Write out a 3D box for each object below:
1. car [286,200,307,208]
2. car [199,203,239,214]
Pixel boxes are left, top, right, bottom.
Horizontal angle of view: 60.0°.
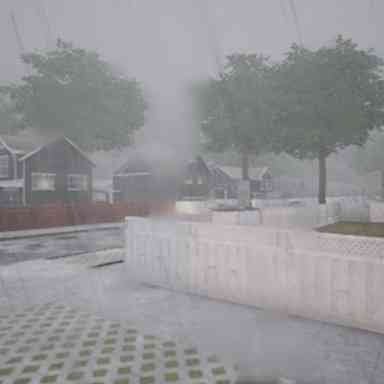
[{"bbox_3d":[14.619,1.915,46.220,1.837,1.490,4.892,0,-1,36],"label":"car"},{"bbox_3d":[2.481,1.751,29.555,2.128,1.511,4.902,0,-1,36],"label":"car"}]
